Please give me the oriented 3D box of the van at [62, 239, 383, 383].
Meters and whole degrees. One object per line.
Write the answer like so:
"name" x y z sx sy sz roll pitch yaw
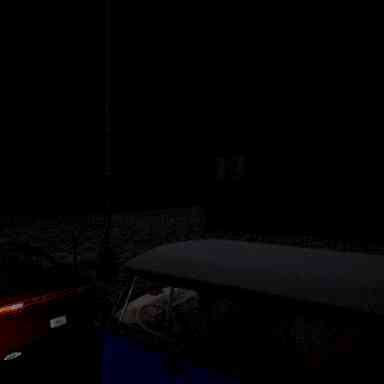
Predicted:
"van" 1.047 1.341 2.323 3.998 1.788 1.690 0 0 36

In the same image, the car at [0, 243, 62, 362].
"car" -3.547 1.544 5.610 4.507 1.381 1.887 0 0 36
